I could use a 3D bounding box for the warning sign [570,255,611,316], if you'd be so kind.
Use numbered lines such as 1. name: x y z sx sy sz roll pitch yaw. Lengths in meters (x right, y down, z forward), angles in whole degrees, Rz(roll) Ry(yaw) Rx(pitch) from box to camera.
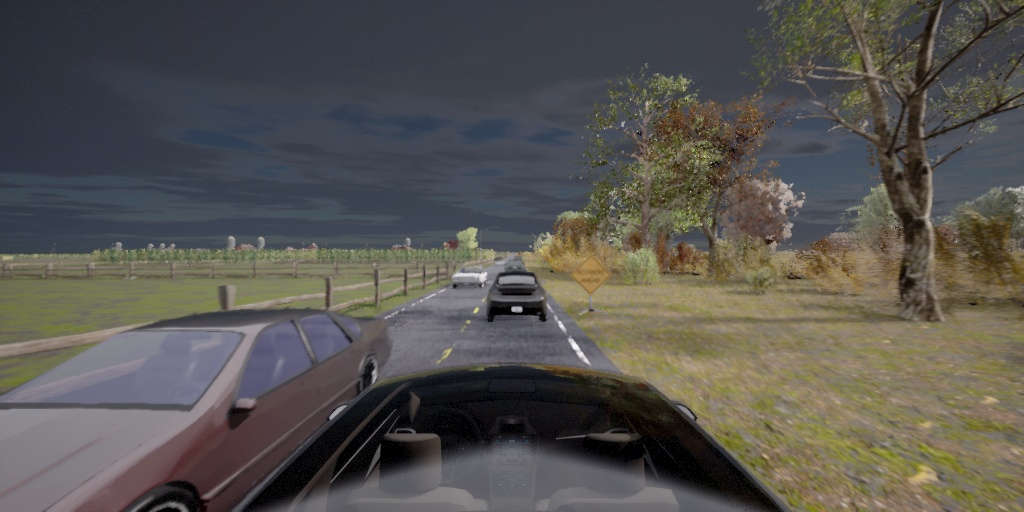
1. warning sign: 2.497 0.885 11.398 1.300 1.860 1.060 0 0 0

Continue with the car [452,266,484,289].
1. car: -2.709 1.362 23.672 1.895 1.301 4.718 0 0 1

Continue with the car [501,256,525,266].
1. car: 0.289 1.121 37.118 2.097 1.767 4.553 0 0 1

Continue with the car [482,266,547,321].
1. car: 0.154 1.268 12.567 1.837 1.490 4.892 0 0 0

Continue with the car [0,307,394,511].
1. car: -2.850 1.291 3.599 2.033 1.411 5.357 0 0 0
